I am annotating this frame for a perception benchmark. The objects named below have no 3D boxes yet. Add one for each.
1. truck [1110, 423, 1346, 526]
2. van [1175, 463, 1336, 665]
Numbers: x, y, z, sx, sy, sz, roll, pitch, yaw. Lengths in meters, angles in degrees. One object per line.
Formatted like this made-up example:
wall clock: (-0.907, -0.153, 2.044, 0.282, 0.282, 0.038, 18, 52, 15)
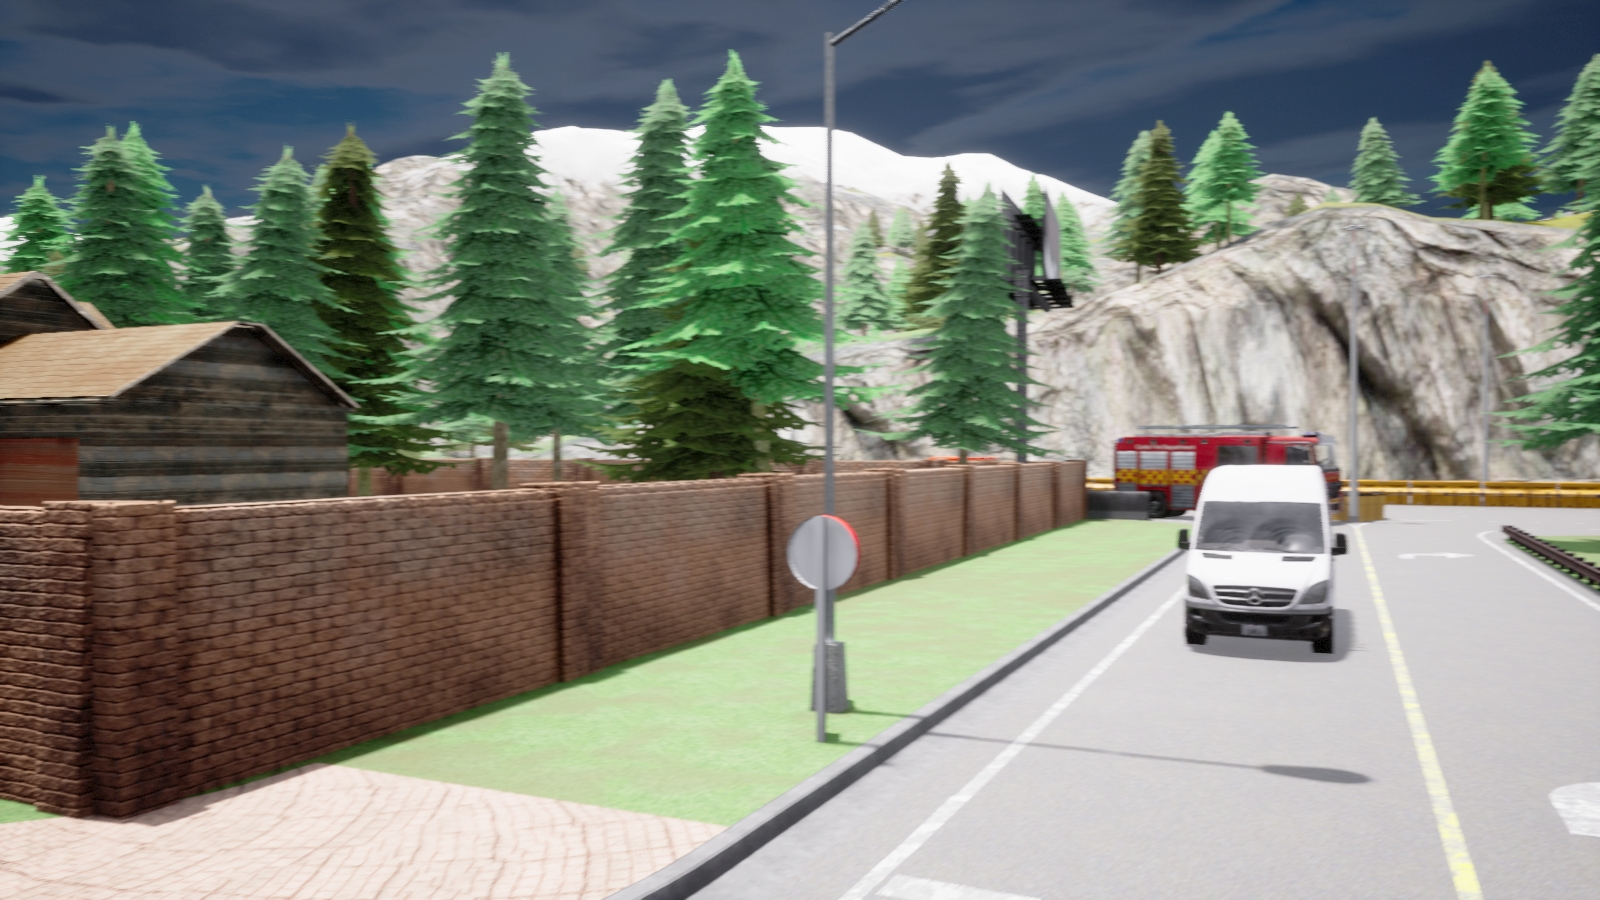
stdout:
truck: (17.220, 0.874, 46.374, 8.468, 3.827, 2.891, 0, 1, 38)
van: (7.318, 1.518, 17.961, 1.988, 2.561, 5.915, 0, 0, 25)
